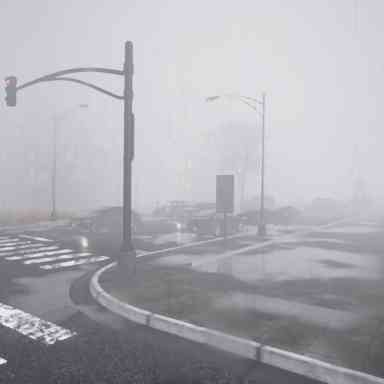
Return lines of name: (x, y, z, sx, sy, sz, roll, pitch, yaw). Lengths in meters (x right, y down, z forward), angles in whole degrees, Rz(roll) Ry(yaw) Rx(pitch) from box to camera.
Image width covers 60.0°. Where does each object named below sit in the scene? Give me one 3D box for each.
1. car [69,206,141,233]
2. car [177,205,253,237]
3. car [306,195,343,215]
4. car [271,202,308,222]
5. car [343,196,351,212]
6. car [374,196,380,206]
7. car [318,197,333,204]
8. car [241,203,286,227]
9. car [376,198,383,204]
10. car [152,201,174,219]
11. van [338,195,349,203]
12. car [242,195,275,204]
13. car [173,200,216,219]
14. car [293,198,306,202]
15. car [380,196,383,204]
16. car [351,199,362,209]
car: (-5.108, 1.564, 20.147, 1.812, 1.442, 4.674, 1, 0, 36)
car: (1.448, 1.696, 19.077, 2.008, 1.369, 4.403, 1, 0, 36)
car: (15.150, 1.569, 37.796, 2.192, 1.841, 5.009, 1, 0, 36)
car: (7.939, 1.779, 27.911, 1.802, 1.307, 4.206, 1, 0, 36)
car: (18.410, 1.721, 42.289, 1.967, 1.590, 4.097, 1, 0, 36)
car: (34.903, 1.941, 64.820, 1.752, 1.417, 4.829, 1, 0, 36)
car: (28.048, 1.849, 69.644, 1.947, 1.339, 4.313, 1, 0, 36)
car: (4.695, 1.737, 23.495, 1.947, 1.339, 4.313, 1, 0, 36)
car: (44.663, 2.047, 78.103, 2.008, 1.369, 4.403, 1, 0, 36)
car: (-1.637, 1.481, 29.463, 1.967, 1.590, 4.097, 1, 0, 36)
van: (37.911, 1.707, 83.063, 1.690, 1.788, 3.998, 1, 0, 36)
car: (7.518, 1.361, 37.305, 2.150, 2.045, 5.566, 1, 0, 36)
car: (0.894, 1.591, 28.311, 1.837, 1.490, 4.892, 1, 0, 36)
car: (18.086, 1.727, 56.088, 1.752, 1.417, 4.829, 1, 0, 36)
car: (41.379, 1.784, 73.629, 2.192, 1.841, 5.009, 1, 0, 36)
car: (24.942, 1.774, 51.264, 1.967, 1.590, 4.097, 1, 0, 36)
